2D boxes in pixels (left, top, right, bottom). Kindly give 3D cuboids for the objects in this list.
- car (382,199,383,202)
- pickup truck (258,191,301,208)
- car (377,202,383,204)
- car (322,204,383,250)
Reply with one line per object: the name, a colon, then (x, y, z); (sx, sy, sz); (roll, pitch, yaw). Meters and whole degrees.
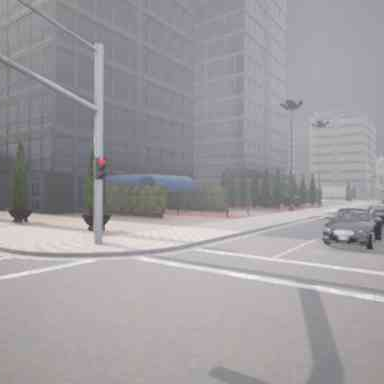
car: (18.162, 1.334, 30.267); (2.097, 1.767, 4.553); (0, 0, 35)
pickup truck: (11.063, 0.954, 42.816); (6.274, 2.098, 2.390); (0, 0, -24)
car: (12.454, 1.583, 22.172); (1.895, 1.301, 4.718); (0, 0, 35)
car: (7.126, 1.474, 14.595); (2.128, 1.511, 4.902); (0, 0, 35)
